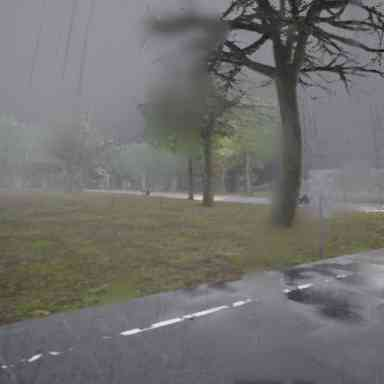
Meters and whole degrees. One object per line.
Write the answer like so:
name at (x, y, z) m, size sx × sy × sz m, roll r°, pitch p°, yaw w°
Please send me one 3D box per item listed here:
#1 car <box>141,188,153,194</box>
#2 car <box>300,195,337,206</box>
car at (-11.874, -0.287, 87.600) m, size 2.033 × 1.411 × 5.357 m, roll -1°, pitch 2°, yaw -28°
car at (16.457, 1.023, 43.573) m, size 1.882 × 1.535 × 5.008 m, roll -1°, pitch 2°, yaw -35°
